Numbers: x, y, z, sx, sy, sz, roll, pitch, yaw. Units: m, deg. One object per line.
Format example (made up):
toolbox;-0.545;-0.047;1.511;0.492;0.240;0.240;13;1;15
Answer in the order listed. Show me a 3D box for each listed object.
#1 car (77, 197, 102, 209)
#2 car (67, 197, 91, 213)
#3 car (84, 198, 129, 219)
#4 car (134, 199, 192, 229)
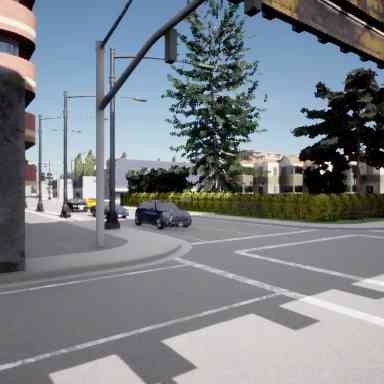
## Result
car;-14.061;1.478;45.323;1.882;1.535;5.008;0;0;-34
car;-13.292;1.492;37.809;2.128;1.511;4.902;0;0;-35
car;-7.434;1.547;29.457;2.033;1.411;5.357;0;0;-35
car;-1.959;1.352;21.679;2.097;1.767;4.553;0;0;-35
